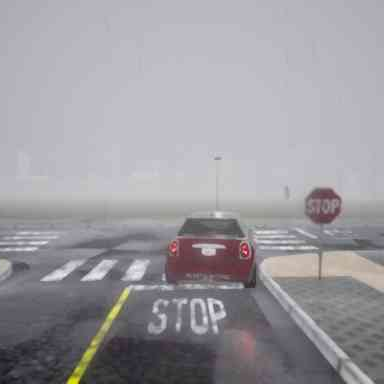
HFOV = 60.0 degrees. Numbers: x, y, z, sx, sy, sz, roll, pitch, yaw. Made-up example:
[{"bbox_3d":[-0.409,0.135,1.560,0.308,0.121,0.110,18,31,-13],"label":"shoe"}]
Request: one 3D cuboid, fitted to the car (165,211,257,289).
[{"bbox_3d":[0.716,1.329,9.380,2.097,1.767,4.553,0,0,9],"label":"car"}]
